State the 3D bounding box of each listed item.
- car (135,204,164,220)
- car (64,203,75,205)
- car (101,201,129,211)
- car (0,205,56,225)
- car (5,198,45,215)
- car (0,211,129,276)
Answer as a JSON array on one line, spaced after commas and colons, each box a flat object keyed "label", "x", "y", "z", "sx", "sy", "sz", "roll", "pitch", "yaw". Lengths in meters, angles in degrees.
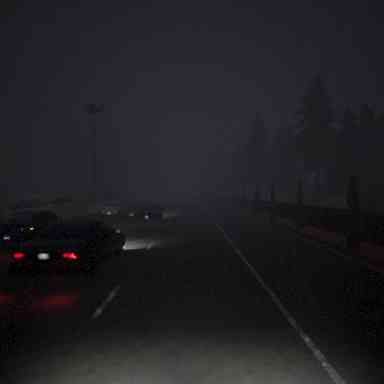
[{"label": "car", "x": -3.437, "y": 1.611, "z": 27.563, "sx": 1.895, "sy": 1.301, "sz": 4.718, "roll": 0, "pitch": 0, "yaw": 0}, {"label": "car", "x": -14.306, "y": 1.365, "z": 36.882, "sx": 2.097, "sy": 1.767, "sz": 4.553, "roll": 0, "pitch": 0, "yaw": -3}, {"label": "car", "x": -6.935, "y": 1.537, "z": 30.030, "sx": 1.812, "sy": 1.442, "sz": 4.674, "roll": 0, "pitch": 0, "yaw": 0}, {"label": "car", "x": -6.925, "y": 1.531, "z": 14.826, "sx": 1.812, "sy": 1.442, "sz": 4.674, "roll": 0, "pitch": 0, "yaw": 0}, {"label": "car", "x": -17.721, "y": 1.490, "z": 35.506, "sx": 1.882, "sy": 1.535, "sz": 5.008, "roll": 0, "pitch": 0, "yaw": -2}, {"label": "car", "x": -3.455, "y": 1.551, "z": 10.279, "sx": 2.033, "sy": 1.411, "sz": 5.357, "roll": 0, "pitch": 0, "yaw": 0}]
